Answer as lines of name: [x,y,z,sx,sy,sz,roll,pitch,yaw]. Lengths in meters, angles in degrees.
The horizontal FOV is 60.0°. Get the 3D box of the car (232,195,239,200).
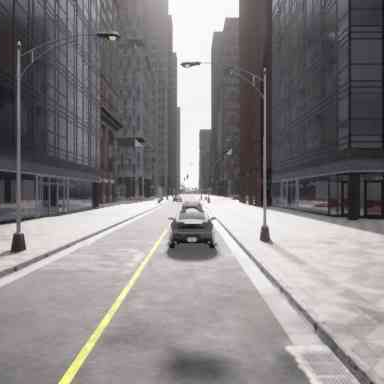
car: [11.895,1.361,81.477,4.097,1.590,1.967,0,0,0]

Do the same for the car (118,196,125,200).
car: [-20.618,1.555,90.199,4.829,1.417,1.752,0,0,0]

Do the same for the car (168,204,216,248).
car: [0.000,1.514,14.650,1.837,1.490,4.892,0,0,0]

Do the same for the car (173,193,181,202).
car: [-2.999,1.464,70.733,1.812,1.442,4.674,0,0,0]

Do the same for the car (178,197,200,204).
car: [0.000,1.480,29.650,1.882,1.535,5.008,0,0,0]

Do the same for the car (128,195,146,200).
car: [-15.016,1.540,90.165,4.829,1.417,1.752,0,0,0]
